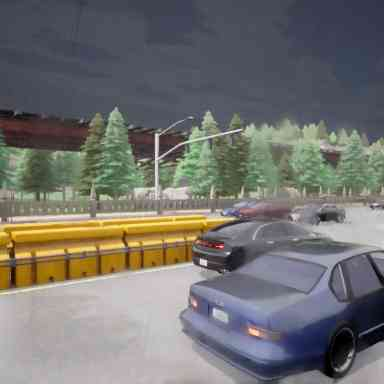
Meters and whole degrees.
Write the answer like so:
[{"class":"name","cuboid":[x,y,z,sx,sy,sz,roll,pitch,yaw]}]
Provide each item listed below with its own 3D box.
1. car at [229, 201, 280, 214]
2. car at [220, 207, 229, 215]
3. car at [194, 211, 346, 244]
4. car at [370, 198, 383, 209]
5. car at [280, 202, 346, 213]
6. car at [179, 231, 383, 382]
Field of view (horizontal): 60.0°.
[{"class":"car","cuboid":[5.518,1.477,25.124,5.008,1.535,1.882,0,0,-36]},{"class":"car","cuboid":[4.574,1.526,28.750,4.674,1.442,1.812,0,0,-35]},{"class":"car","cuboid":[2.261,1.505,9.685,4.892,1.490,1.837,0,0,-35]},{"class":"car","cuboid":[25.094,1.491,43.382,4.902,1.511,2.128,0,0,-36]},{"class":"car","cuboid":[8.736,1.491,23.120,4.902,1.511,2.128,0,0,-35]},{"class":"car","cuboid":[2.398,1.547,5.496,5.357,1.411,2.033,0,0,-35]}]
